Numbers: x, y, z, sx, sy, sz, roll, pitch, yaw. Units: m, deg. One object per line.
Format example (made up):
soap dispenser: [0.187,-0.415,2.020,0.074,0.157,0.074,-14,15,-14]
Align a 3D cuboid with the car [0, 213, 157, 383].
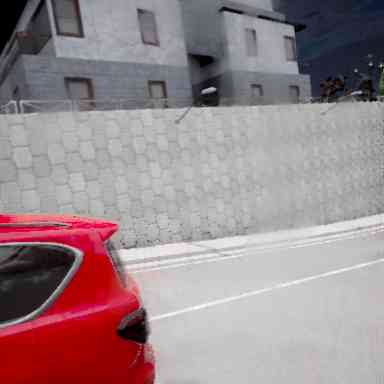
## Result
car: [-2.900,1.229,1.922,5.566,2.045,2.150,0,0,-35]
